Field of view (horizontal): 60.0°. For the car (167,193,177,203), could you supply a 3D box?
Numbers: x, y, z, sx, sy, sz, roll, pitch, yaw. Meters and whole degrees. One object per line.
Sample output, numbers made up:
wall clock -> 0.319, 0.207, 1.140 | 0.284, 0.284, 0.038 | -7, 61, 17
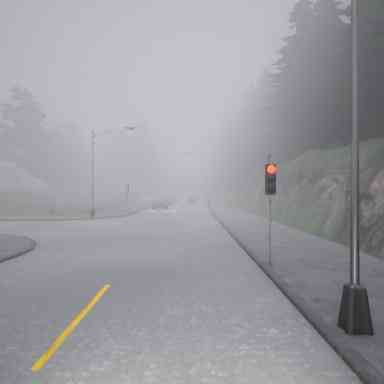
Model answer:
car -> -4.086, 1.221, 64.426 | 2.150, 2.045, 5.566 | 0, 0, 0

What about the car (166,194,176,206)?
car -> -4.128, 1.478, 53.746 | 1.882, 1.535, 5.008 | 0, 0, 0

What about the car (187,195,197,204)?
car -> 0.056, 1.478, 63.492 | 1.882, 1.535, 5.008 | 0, 0, 0

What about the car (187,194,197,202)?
car -> -0.049, 1.355, 73.585 | 2.097, 1.767, 4.553 | 0, 0, 0

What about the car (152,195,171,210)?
car -> -4.115, 1.526, 43.455 | 1.812, 1.442, 4.674 | 0, 0, 0
